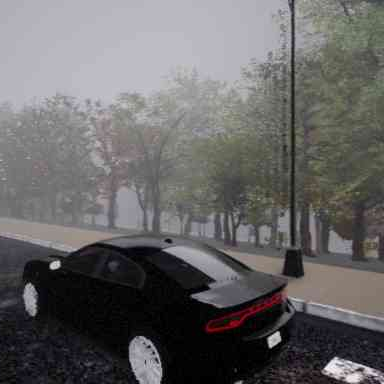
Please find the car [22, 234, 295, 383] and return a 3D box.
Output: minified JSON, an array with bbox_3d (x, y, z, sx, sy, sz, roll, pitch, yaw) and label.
[{"bbox_3d":[-0.941,1.416,5.261,5.008,1.535,1.882,1,1,42],"label":"car"}]
